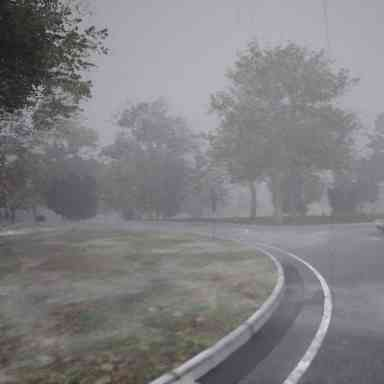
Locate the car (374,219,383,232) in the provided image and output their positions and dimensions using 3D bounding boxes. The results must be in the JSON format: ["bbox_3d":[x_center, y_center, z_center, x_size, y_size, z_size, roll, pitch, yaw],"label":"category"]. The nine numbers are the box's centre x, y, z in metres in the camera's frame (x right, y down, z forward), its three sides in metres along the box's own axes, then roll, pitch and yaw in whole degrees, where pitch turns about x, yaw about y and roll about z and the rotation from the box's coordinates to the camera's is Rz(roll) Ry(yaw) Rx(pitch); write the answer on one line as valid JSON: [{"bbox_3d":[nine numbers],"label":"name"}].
[{"bbox_3d":[13.236,1.819,19.612,4.718,1.301,1.895,0,-1,-21],"label":"car"}]
